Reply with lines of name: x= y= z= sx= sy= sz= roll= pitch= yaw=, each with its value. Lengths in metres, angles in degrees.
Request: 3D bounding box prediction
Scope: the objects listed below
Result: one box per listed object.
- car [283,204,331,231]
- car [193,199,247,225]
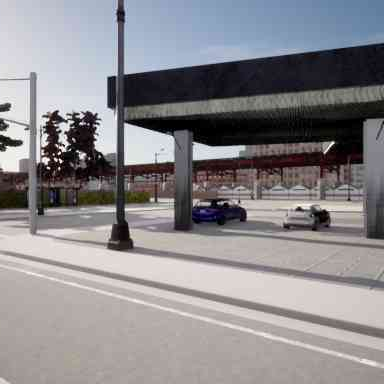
car: x=7.074 y=1.456 z=20.232 sx=1.970 sy=1.475 sz=3.806 roll=0 pitch=0 yaw=37
car: x=1.993 y=1.295 z=23.020 sx=2.242 sy=1.667 sz=4.611 roll=0 pitch=0 yaw=37
